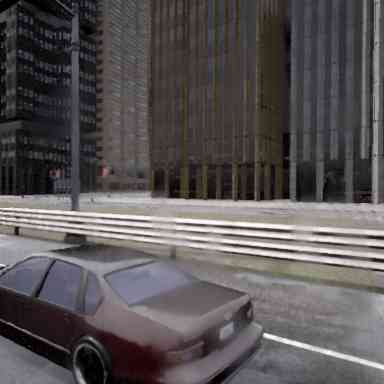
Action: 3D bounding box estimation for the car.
[{"bbox_3d":[-1.670,1.546,5.061,5.357,1.411,2.033,0,0,36],"label":"car"}]
